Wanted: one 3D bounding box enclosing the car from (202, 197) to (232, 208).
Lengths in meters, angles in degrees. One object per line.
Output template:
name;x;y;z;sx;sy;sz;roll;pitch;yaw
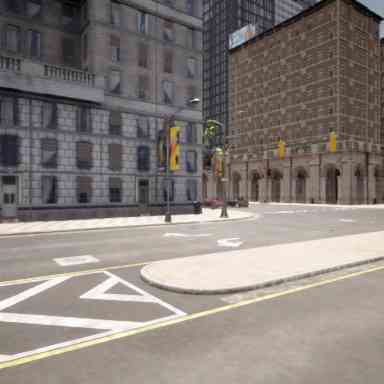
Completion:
car;3.039;1.526;46.977;1.812;1.442;4.674;0;0;-35

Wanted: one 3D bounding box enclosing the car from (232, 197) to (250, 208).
car;6.246;1.505;48.494;1.837;1.490;4.892;0;0;-35
